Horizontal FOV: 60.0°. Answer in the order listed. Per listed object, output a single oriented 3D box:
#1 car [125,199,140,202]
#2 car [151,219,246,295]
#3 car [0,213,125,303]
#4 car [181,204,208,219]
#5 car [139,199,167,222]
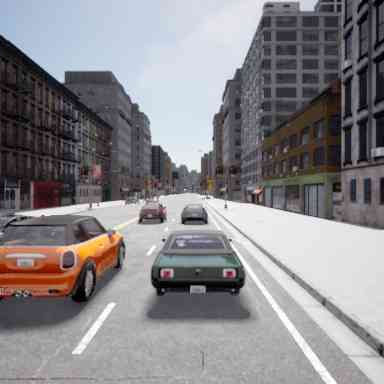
[{"bbox_3d":[-9.541,1.345,53.683,2.033,1.411,5.357,0,0,0],"label":"car"},{"bbox_3d":[0.134,1.613,8.702,1.895,1.301,4.718,0,0,0],"label":"car"},{"bbox_3d":[-3.121,1.363,8.412,2.097,1.767,4.553,0,0,1],"label":"car"},{"bbox_3d":[0.198,1.604,25.706,1.994,1.385,4.181,0,0,0],"label":"car"},{"bbox_3d":[-3.049,1.566,26.430,1.812,1.442,4.674,0,0,0],"label":"car"}]
